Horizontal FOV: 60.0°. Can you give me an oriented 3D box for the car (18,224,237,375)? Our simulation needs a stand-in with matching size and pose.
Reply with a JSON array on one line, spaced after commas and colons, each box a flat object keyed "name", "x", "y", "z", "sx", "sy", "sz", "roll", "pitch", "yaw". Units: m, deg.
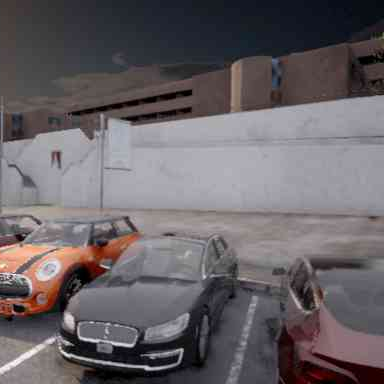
[{"name": "car", "x": -0.319, "y": 1.494, "z": 6.032, "sx": 2.231, "sy": 1.521, "sz": 4.892, "roll": 0, "pitch": -1, "yaw": 15}]

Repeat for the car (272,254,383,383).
[{"name": "car", "x": 2.123, "y": 1.518, "z": 4.315, "sx": 2.163, "sy": 1.488, "sz": 4.792, "roll": 0, "pitch": -1, "yaw": 15}]

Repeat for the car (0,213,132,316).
[{"name": "car", "x": -2.755, "y": 1.373, "z": 7.799, "sx": 2.185, "sy": 1.767, "sz": 4.553, "roll": 0, "pitch": -1, "yaw": 15}]
